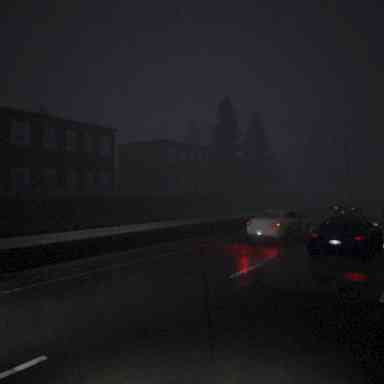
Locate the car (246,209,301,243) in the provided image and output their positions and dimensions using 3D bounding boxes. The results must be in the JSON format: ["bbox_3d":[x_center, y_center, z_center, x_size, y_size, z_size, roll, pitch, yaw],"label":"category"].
[{"bbox_3d":[4.240,1.543,16.205,1.812,1.442,4.674,0,0,35],"label":"car"}]

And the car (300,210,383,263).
[{"bbox_3d":[5.734,1.577,12.259,1.994,1.385,4.181,0,0,35],"label":"car"}]

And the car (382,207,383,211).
[{"bbox_3d":[19.095,1.596,31.127,1.994,1.385,4.181,0,0,35],"label":"car"}]

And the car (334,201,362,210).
[{"bbox_3d":[14.267,1.558,30.377,1.812,1.442,4.674,0,0,35],"label":"car"}]
